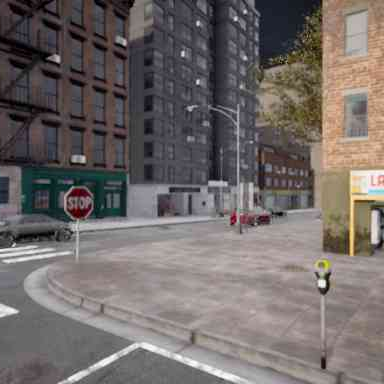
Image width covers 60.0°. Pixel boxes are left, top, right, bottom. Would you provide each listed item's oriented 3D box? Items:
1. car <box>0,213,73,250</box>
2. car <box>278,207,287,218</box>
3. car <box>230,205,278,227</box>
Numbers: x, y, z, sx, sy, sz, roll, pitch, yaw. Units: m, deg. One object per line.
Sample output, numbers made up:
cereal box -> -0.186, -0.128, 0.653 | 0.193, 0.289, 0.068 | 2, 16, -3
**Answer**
car -> -7.466, 1.622, 14.740 | 1.994, 1.385, 4.181 | 0, -1, 35
car -> 9.280, 2.396, 38.505 | 1.895, 1.301, 4.718 | 0, -1, 35
car -> 4.968, 1.852, 27.279 | 2.097, 1.767, 4.553 | 0, -1, 35
